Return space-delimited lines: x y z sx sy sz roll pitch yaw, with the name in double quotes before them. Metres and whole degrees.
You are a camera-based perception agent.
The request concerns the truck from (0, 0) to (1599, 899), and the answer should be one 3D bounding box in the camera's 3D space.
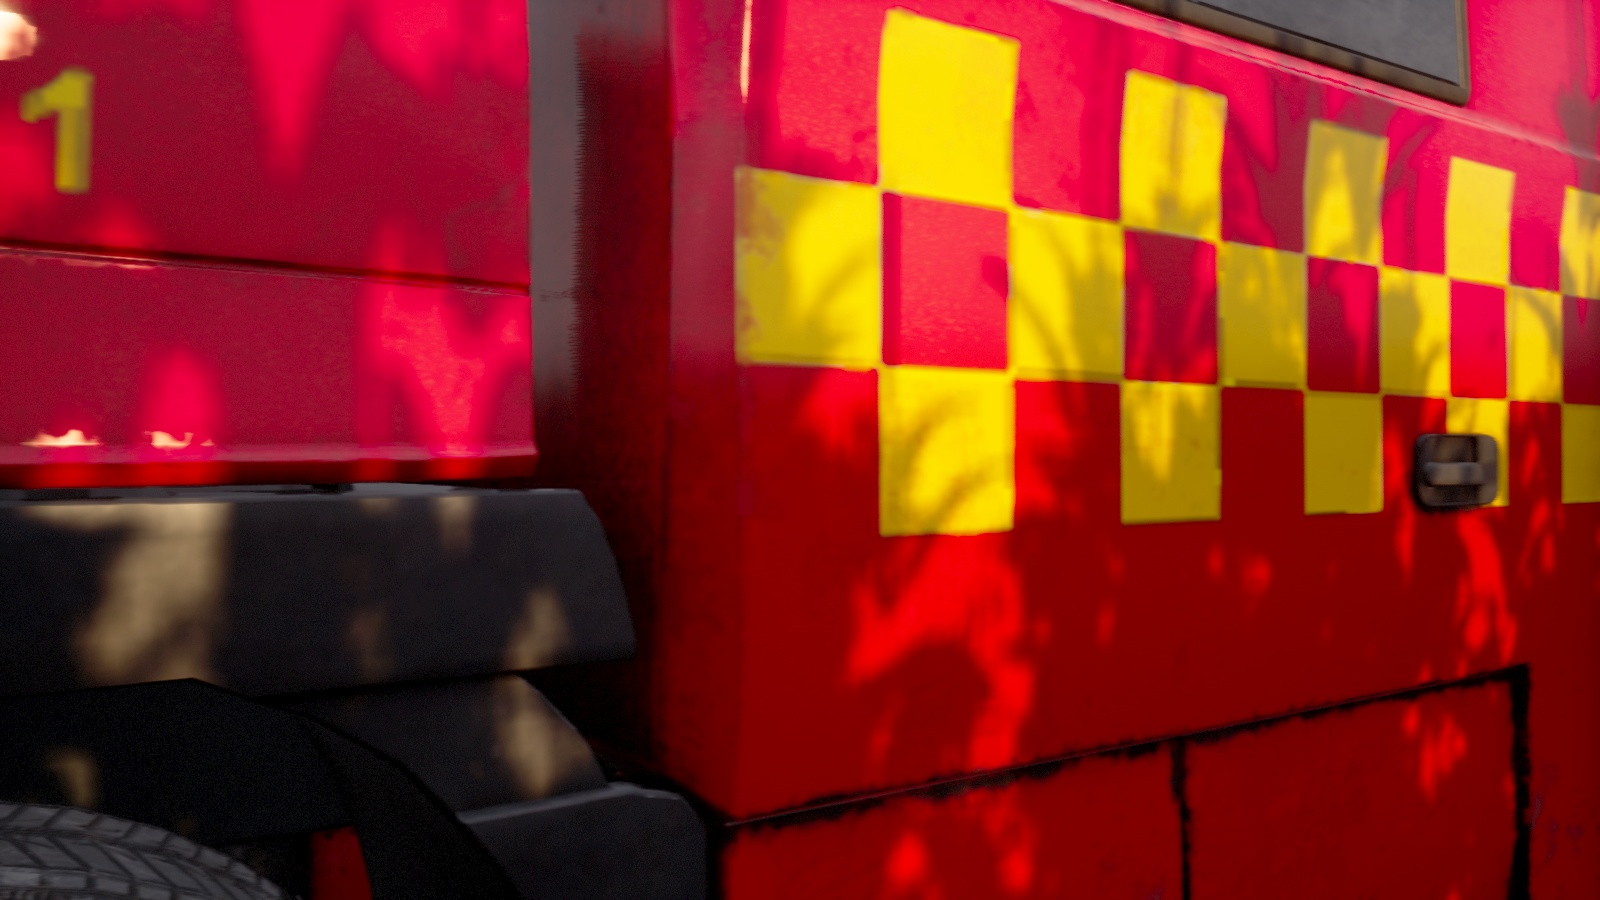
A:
"truck" 0.247 -0.413 3.347 8.468 3.827 2.891 0 0 -35
